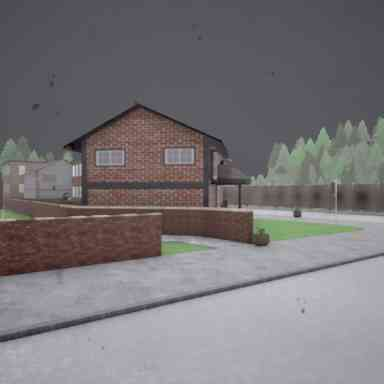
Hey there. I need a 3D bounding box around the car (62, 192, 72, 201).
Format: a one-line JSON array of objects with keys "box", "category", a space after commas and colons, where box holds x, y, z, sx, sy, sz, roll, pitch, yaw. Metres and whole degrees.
[{"box": [-13.954, 0.990, 38.864, 1.905, 1.878, 3.866, 0, 0, -35], "category": "car"}]
